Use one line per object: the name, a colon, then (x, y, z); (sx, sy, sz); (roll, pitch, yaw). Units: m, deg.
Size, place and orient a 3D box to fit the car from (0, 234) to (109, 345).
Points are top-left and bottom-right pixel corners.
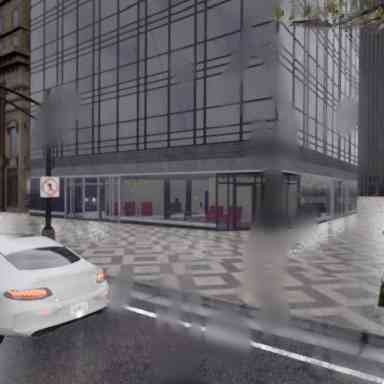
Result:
car: (-3.522, 1.521, 6.190); (4.674, 1.442, 1.812); (0, 0, 35)
